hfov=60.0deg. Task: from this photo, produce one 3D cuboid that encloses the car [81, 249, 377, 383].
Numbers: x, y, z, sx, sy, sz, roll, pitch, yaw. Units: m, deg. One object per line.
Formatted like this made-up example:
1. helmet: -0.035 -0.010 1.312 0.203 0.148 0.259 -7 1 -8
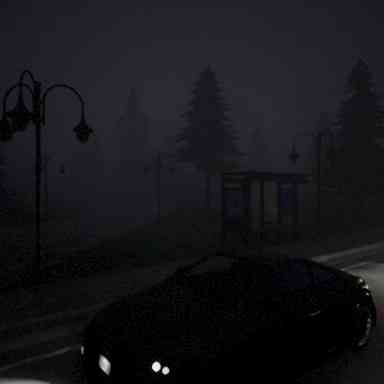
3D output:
1. car: 0.708 1.545 4.552 4.181 1.385 1.994 0 0 -37
